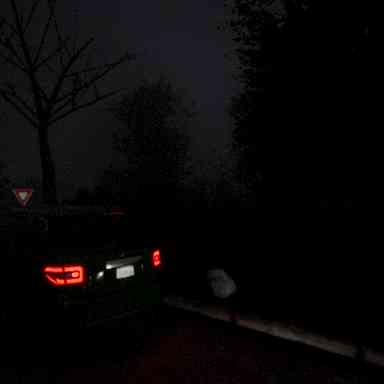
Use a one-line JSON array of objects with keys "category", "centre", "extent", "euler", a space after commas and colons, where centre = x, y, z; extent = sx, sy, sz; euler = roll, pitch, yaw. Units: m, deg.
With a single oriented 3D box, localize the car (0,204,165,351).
[{"category": "car", "centre": [-2.945, 1.266, 6.591], "extent": [5.566, 2.045, 2.150], "euler": [-1, 0, 42]}]
